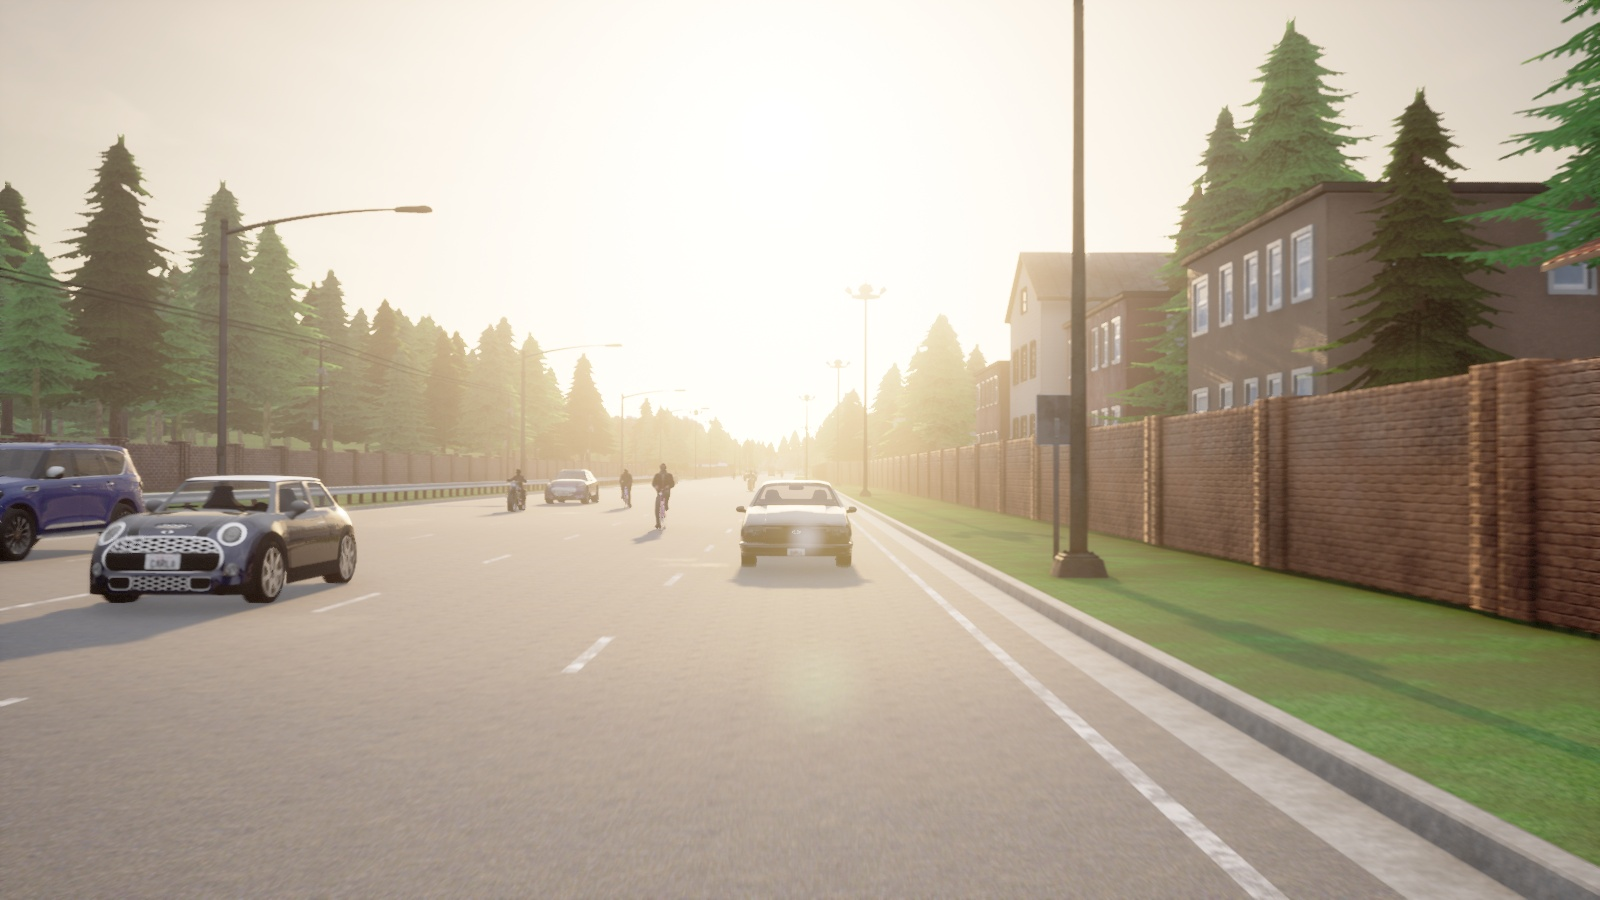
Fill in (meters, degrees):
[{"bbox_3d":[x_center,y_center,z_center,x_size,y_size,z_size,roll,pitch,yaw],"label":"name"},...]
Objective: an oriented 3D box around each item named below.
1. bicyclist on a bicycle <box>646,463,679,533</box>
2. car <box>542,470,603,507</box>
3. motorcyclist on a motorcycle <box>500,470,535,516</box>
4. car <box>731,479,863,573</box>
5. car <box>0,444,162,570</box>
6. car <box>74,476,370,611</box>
[{"bbox_3d":[-3.580,1.250,32.875,0.659,1.776,1.843,0,-1,0],"label":"bicyclist on a bicycle"},{"bbox_3d":[-10.643,1.776,59.097,2.033,1.649,4.856,0,-1,0],"label":"car"},{"bbox_3d":[-10.615,1.598,47.241,0.766,1.649,2.350,0,-1,0],"label":"motorcyclist on a motorcycle"},{"bbox_3d":[-0.053,1.232,22.098,2.033,1.411,5.357,0,-1,0],"label":"car"},{"bbox_3d":[-14.056,0.971,22.779,2.150,2.045,5.566,0,-1,0],"label":"car"},{"bbox_3d":[-7.038,1.073,15.789,1.970,1.475,3.806,0,-1,0],"label":"car"}]
